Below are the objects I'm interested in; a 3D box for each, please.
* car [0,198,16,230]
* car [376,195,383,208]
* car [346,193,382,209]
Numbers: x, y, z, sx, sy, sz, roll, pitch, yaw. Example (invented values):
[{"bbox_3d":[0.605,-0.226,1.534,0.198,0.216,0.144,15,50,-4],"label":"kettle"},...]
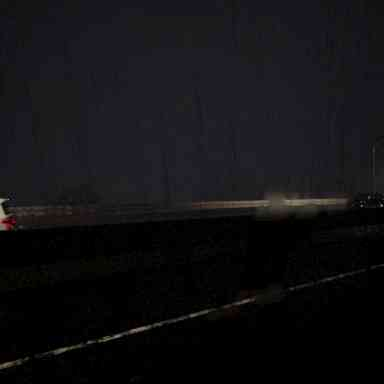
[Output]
[{"bbox_3d":[-8.715,1.222,10.666,5.566,2.045,2.150,0,0,-35],"label":"car"},{"bbox_3d":[22.918,1.416,36.934,4.892,1.490,1.837,1,0,-34],"label":"car"},{"bbox_3d":[20.729,1.129,39.681,5.566,2.045,2.150,0,0,-34],"label":"car"}]
